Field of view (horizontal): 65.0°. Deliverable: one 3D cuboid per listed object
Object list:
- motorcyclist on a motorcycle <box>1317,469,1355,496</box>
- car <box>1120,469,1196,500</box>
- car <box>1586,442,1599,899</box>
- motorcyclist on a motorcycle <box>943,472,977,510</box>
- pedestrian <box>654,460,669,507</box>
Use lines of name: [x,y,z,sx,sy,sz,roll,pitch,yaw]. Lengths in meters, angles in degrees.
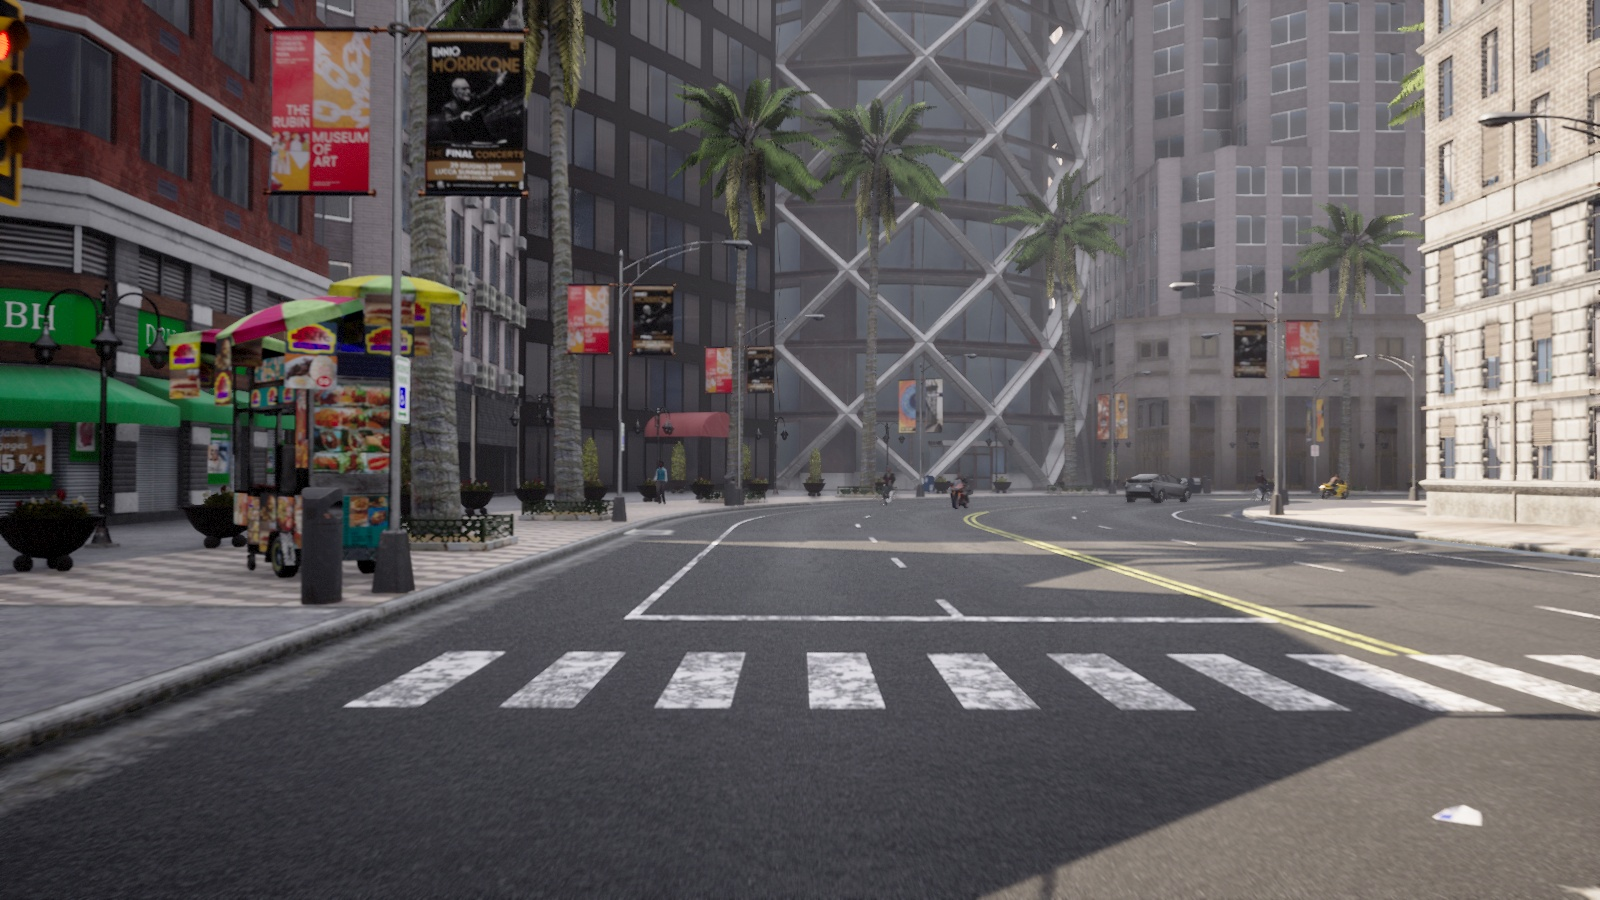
motorcyclist on a motorcycle: [31.323,1.899,73.351,2.044,1.523,0.797,0,0,-21]
car: [18.563,1.775,64.996,2.007,1.525,4.514,-1,-1,42]
car: [3.496,0.756,1.507,2.033,1.649,4.856,0,-1,0]
motorcyclist on a motorcycle: [6.698,1.703,52.547,0.866,1.530,2.191,0,-1,22]
pedestrian: [-5.722,1.363,51.888,0.396,1.930,0.692,0,-1,13]
